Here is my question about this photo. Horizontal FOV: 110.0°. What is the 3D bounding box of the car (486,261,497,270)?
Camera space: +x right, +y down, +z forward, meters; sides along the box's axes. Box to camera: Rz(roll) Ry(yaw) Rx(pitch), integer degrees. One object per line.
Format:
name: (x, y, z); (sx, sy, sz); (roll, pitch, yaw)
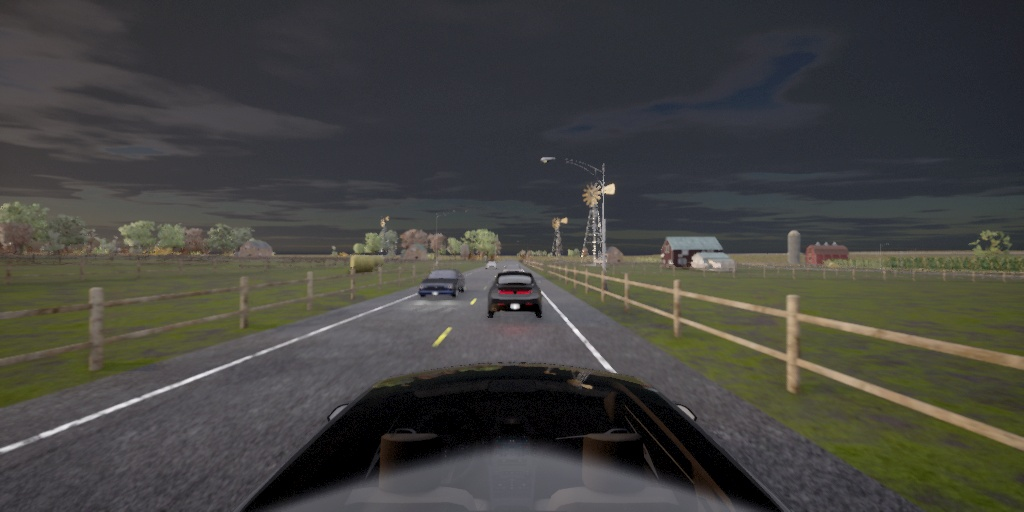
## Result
car: (-3.533, 1.683, 62.964); (1.812, 1.442, 4.674); (0, 0, 0)

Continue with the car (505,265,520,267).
car: (0.082, 1.552, 36.104); (1.895, 1.301, 4.718); (0, 0, 0)

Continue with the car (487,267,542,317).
car: (0.094, 1.325, 13.577); (1.837, 1.490, 4.892); (0, 0, 0)

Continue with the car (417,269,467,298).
car: (-3.609, 1.401, 19.494); (2.033, 1.411, 5.357); (0, 0, 0)
